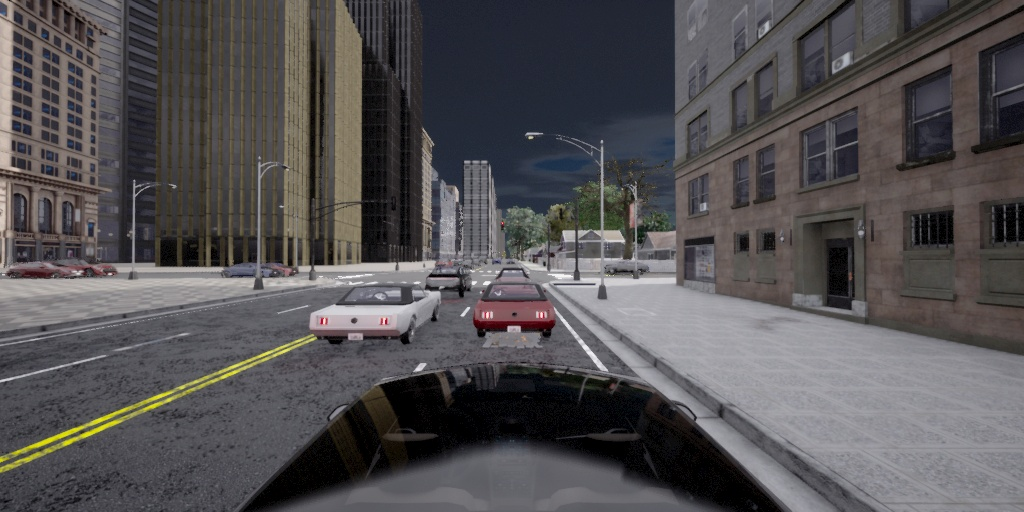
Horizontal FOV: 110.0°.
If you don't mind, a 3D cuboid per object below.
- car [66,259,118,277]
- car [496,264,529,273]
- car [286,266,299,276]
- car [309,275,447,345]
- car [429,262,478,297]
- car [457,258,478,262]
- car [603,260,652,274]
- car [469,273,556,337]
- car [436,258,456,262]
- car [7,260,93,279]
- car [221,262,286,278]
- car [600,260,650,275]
[{"bbox_3d":[-39.516,1.089,33.035,4.553,1.767,2.097,0,-1,-6],"label":"car"},{"bbox_3d":[0.038,1.315,18.981,1.994,1.385,4.181,0,0,0],"label":"car"},{"bbox_3d":[-22.831,1.303,34.265,4.181,1.385,1.994,0,-1,-3],"label":"car"},{"bbox_3d":[-3.181,1.352,9.502,1.895,1.301,4.718,0,0,0],"label":"car"},{"bbox_3d":[-3.209,1.243,18.756,2.128,1.511,4.902,0,0,0],"label":"car"},{"bbox_3d":[-6.770,1.255,54.486,1.837,1.490,4.892,0,0,0],"label":"car"},{"bbox_3d":[13.231,1.281,41.281,5.008,1.535,1.882,0,-1,0],"label":"car"},{"bbox_3d":[0.052,1.350,10.224,1.895,1.301,4.718,0,0,0],"label":"car"},{"bbox_3d":[-10.018,1.105,52.661,2.097,1.767,4.553,0,0,0],"label":"car"},{"bbox_3d":[-38.700,1.230,29.852,4.674,1.442,1.812,0,-1,-6],"label":"car"},{"bbox_3d":[-22.542,1.270,31.024,4.181,1.385,1.994,0,-1,-3],"label":"car"},{"bbox_3d":[11.838,1.260,38.034,4.902,1.511,2.128,0,-1,0],"label":"car"}]
